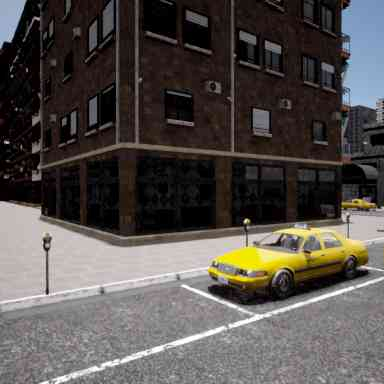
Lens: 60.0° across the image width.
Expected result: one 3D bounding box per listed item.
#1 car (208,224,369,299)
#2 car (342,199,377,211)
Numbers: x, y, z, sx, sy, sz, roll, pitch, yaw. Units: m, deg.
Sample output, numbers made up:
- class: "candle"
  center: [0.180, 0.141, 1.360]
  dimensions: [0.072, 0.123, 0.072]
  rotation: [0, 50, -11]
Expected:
- class: "car"
  center: [2.614, 1.525, 8.433]
  dimensions: [4.829, 1.417, 1.752]
  rotation: [0, 0, -36]
- class: "car"
  center: [19.281, 1.469, 39.658]
  dimensions: [1.752, 1.417, 4.829]
  rotation: [0, 0, -35]
